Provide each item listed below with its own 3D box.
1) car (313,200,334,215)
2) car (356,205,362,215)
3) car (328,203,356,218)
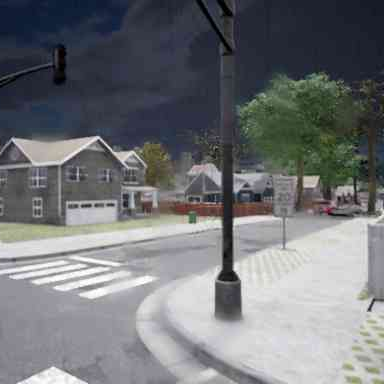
[{"bbox_3d":[18.356,2.176,45.953,2.150,2.045,5.566,0,-1,33],"label":"car"},{"bbox_3d":[23.860,2.600,49.356,1.994,1.385,4.181,0,-1,33],"label":"car"},{"bbox_3d":[18.643,2.445,41.251,1.994,1.385,4.181,0,-1,34],"label":"car"}]
